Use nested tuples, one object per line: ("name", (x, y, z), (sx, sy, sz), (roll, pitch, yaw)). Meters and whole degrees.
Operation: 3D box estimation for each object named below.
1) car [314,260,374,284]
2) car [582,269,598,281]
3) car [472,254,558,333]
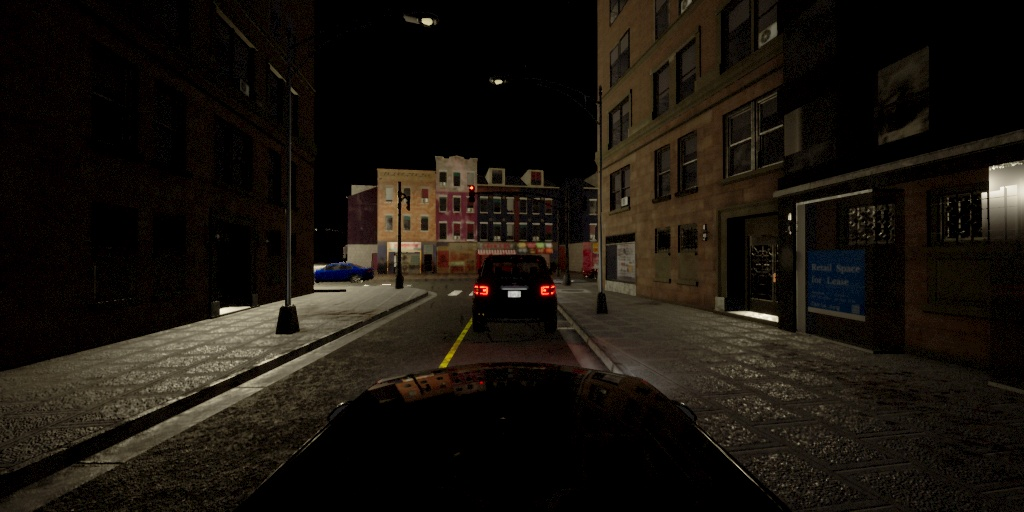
("car", (-12.728, 1.264, 26.132), (5.008, 1.535, 1.882), (0, 0, -10))
("car", (8.272, 1.340, 29.838), (4.718, 1.301, 1.895), (0, 0, -10))
("car", (0.096, 0.972, 10.940), (2.150, 2.045, 5.566), (0, 0, 1))
